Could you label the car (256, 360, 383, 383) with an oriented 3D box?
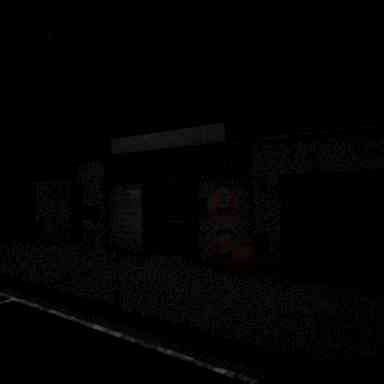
[{"bbox_3d":[2.141,1.540,1.319,4.403,1.369,2.008,-1,0,36],"label":"car"}]
